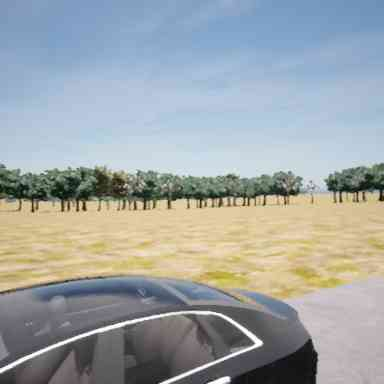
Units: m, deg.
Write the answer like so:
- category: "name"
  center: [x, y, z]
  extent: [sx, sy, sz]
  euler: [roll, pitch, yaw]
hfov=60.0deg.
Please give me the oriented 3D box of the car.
- category: "car"
  center: [-1.086, 1.508, 2.402]
  extent: [4.892, 1.490, 1.837]
  euler: [1, 0, -35]
